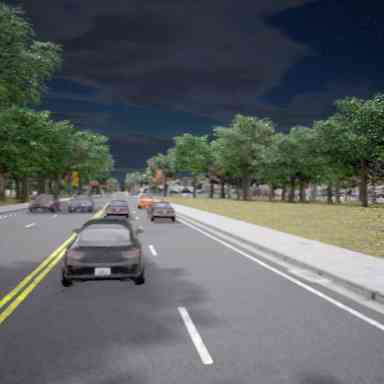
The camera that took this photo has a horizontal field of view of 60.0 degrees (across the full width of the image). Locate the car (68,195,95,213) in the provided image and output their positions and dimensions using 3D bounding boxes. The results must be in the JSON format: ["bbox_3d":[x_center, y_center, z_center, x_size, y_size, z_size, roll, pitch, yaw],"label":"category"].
[{"bbox_3d":[-10.501,1.045,31.847,2.097,1.767,4.553,1,0,-12],"label":"car"}]

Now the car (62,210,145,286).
[{"bbox_3d":[-2.295,1.448,9.084,1.812,1.442,4.674,1,0,-12],"label":"car"}]

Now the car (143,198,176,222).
[{"bbox_3d":[-2.423,1.448,25.712,2.033,1.411,5.357,1,0,-12],"label":"car"}]

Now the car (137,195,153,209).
[{"bbox_3d":[-5.817,1.158,42.110,2.097,1.767,4.553,1,0,-11],"label":"car"}]

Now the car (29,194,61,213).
[{"bbox_3d":[-13.679,0.965,31.171,2.097,1.767,4.553,1,0,-12],"label":"car"}]

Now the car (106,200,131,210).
[{"bbox_3d":[-5.940,1.359,26.742,2.033,1.411,5.357,1,0,-12],"label":"car"}]
